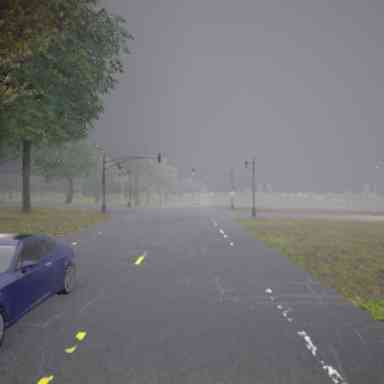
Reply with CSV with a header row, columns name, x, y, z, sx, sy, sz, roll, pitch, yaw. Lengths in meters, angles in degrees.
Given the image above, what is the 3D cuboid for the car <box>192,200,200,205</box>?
name,x,y,z,sx,sy,sz,roll,pitch,yaw
car,1.043,2.995,93.800,1.994,1.385,4.181,0,-2,1

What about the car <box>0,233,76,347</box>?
name,x,y,z,sx,sy,sz,roll,pitch,yaw
car,-3.597,1.537,6.070,1.812,1.442,4.674,0,0,0
